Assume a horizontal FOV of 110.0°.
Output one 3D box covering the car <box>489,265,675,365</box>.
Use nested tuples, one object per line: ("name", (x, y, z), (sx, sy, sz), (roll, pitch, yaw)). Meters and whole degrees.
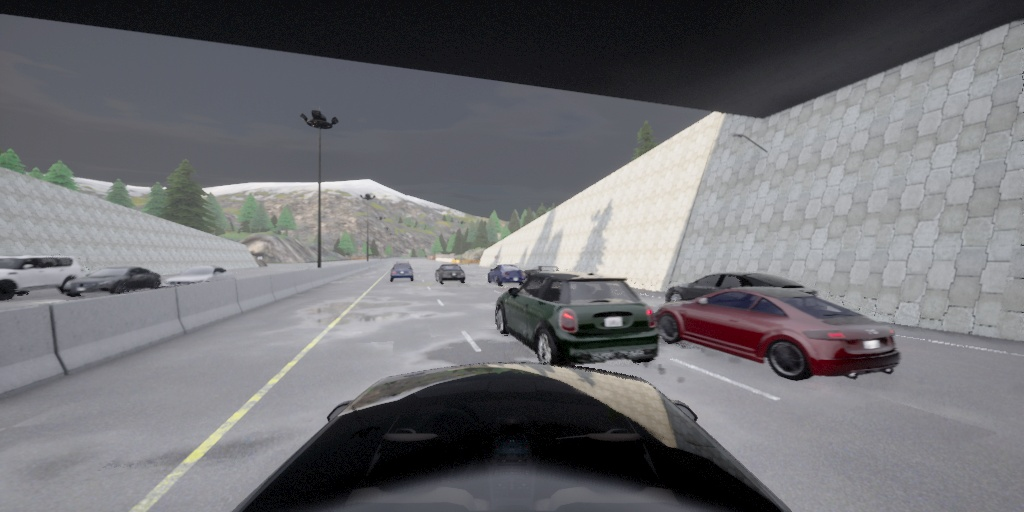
("car", (1.092, 1.116, 8.011), (2.097, 1.767, 4.553), (0, 0, -16))

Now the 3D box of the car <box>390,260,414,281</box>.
("car", (-9.293, 1.336, 30.314), (2.033, 1.411, 5.357), (0, 0, -17))

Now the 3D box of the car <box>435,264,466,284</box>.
("car", (-4.795, 1.337, 27.520), (2.033, 1.411, 5.357), (0, 0, -17))

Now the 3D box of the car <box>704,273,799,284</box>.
("car", (7.252, 1.283, 11.837), (1.837, 1.490, 4.892), (0, 0, -17))

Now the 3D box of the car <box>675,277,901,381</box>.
("car", (4.932, 1.330, 7.414), (1.994, 1.385, 4.181), (0, 0, -17))

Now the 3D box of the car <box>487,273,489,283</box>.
("car", (-0.439, 1.317, 25.203), (1.812, 1.442, 4.674), (0, 0, -17))

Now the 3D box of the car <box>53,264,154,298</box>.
("car", (-20.676, 1.279, 18.883), (1.812, 1.442, 4.674), (0, 0, -17))

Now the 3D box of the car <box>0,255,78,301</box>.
("car", (-23.811, 0.967, 17.155), (2.150, 2.045, 5.566), (0, 0, -17))

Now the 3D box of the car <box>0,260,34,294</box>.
("car", (-27.745, 1.094, 18.081), (2.097, 1.767, 4.553), (0, 0, -17))

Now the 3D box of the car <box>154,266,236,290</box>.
("car", (-17.435, 1.285, 20.259), (1.812, 1.442, 4.674), (0, 0, -17))

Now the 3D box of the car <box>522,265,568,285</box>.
("car", (2.454, 1.401, 27.729), (1.895, 1.301, 4.718), (0, 0, -17))
